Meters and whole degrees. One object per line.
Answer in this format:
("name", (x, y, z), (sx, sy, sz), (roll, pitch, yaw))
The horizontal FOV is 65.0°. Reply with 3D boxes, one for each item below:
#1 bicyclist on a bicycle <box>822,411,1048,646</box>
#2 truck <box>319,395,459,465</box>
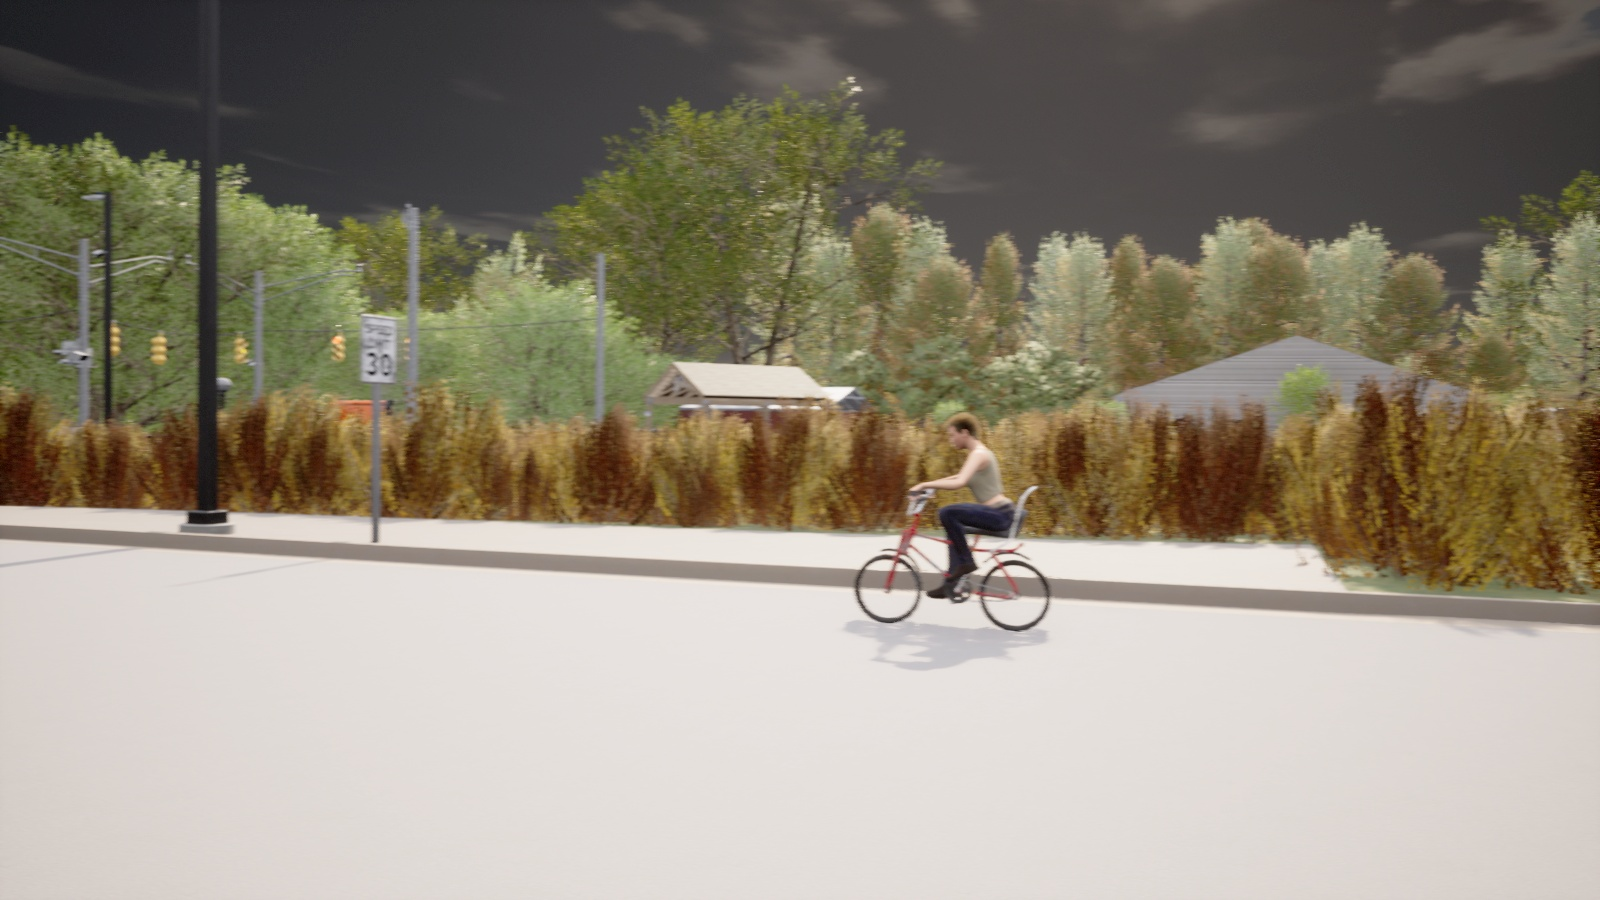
("bicyclist on a bicycle", (1.026, 0.536, 9.388), (1.509, 1.612, 0.866), (1, 1, 17))
("truck", (-21.506, -1.100, 65.498), (7.936, 3.462, 2.891), (2, 2, 37))
